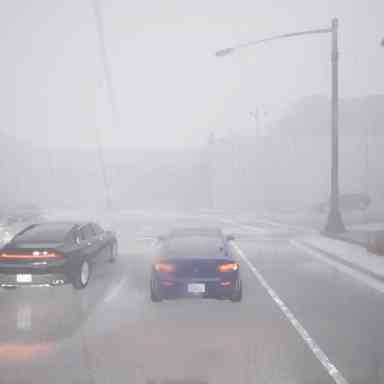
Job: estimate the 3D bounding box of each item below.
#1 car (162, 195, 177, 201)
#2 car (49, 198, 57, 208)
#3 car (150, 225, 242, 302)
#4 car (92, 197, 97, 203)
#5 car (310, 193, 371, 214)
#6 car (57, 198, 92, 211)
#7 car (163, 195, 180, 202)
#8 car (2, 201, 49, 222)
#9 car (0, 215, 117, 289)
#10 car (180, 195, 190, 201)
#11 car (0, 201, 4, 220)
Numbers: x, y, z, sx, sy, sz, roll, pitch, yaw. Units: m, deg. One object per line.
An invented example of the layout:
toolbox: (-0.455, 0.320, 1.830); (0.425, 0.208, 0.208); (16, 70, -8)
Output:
car: (-5.726, 1.552, 85.211); (1.994, 1.385, 4.181); (0, 0, 24)
car: (-18.189, 1.547, 44.900); (2.033, 1.411, 5.357); (0, 0, -1)
car: (0.096, 1.526, 8.154); (1.812, 1.442, 4.674); (0, 0, 0)
car: (-18.535, 1.601, 63.790); (1.895, 1.301, 4.718); (0, 0, -1)
car: (12.560, 0.891, 28.306); (4.892, 1.490, 1.837); (-7, 0, 0)
car: (-14.608, 1.547, 41.653); (2.033, 1.411, 5.357); (0, 0, -2)
car: (-4.566, 1.355, 75.360); (2.097, 1.767, 4.553); (0, 0, 6)
car: (-11.688, 1.504, 23.612); (1.837, 1.490, 4.892); (0, 0, -17)
car: (-3.393, 1.505, 9.169); (1.837, 1.490, 4.892); (0, 0, 0)
car: (-2.043, 1.524, 84.991); (1.812, 1.442, 4.674); (0, 0, 24)
car: (-16.555, 1.505, 28.090); (1.837, 1.490, 4.892); (-1, 0, -16)
